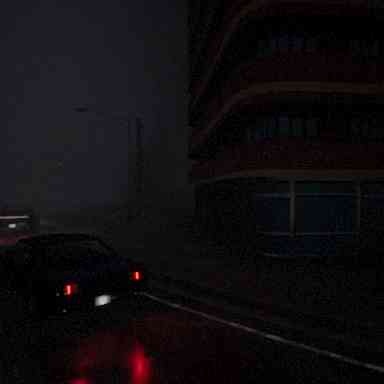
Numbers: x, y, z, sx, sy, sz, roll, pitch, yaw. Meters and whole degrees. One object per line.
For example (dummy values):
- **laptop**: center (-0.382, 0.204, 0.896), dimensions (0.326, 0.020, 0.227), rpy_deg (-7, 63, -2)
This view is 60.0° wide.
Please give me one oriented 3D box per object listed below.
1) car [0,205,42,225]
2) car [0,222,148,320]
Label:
- **car**: center (-9.804, 1.489, 18.969), dimensions (2.128, 1.511, 4.902), rpy_deg (0, 0, -19)
- **car**: center (-3.079, 1.601, 7.421), dimensions (1.895, 1.301, 4.718), rpy_deg (0, 0, -43)
